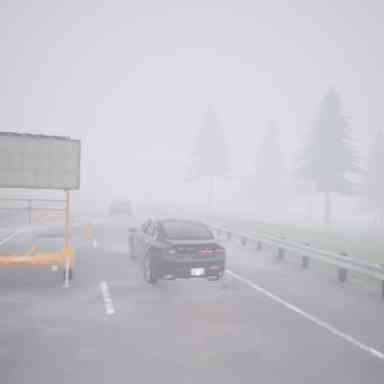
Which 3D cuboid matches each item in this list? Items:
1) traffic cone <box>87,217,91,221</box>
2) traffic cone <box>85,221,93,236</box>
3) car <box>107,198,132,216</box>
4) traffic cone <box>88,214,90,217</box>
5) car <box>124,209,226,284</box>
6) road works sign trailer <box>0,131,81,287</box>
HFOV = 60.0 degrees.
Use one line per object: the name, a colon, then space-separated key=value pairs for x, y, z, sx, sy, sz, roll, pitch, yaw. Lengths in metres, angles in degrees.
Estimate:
traffic cone: x=-5.451 y=1.750 z=17.599 sx=0.340 sy=0.580 sz=0.340 roll=2 pitch=0 yaw=-17
traffic cone: x=-4.858 y=1.772 z=15.690 sx=0.340 sy=0.580 sz=0.340 roll=2 pitch=0 yaw=-17
car: x=-6.242 y=1.246 z=28.851 sx=2.128 sy=1.511 sz=4.902 roll=2 pitch=0 yaw=-14
traffic cone: x=-6.044 y=1.727 z=19.509 sx=0.340 sy=0.580 sz=0.340 roll=2 pitch=0 yaw=-17
car: x=-0.633 y=1.472 z=9.597 sx=1.837 sy=1.490 sz=4.892 roll=2 pitch=0 yaw=-19
road works sign trailer: x=-4.151 y=0.313 z=8.562 sx=2.380 sy=3.560 sz=2.880 roll=2 pitch=0 yaw=-17
